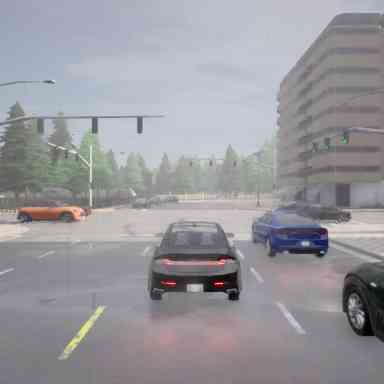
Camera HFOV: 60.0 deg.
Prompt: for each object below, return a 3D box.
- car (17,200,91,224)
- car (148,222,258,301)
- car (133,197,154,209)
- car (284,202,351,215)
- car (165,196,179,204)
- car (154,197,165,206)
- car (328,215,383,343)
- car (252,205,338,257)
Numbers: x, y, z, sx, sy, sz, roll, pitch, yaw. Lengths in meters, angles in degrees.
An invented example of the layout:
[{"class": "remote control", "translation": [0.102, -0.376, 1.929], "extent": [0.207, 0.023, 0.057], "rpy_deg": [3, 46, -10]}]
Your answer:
[{"class": "car", "translation": [-10.317, 1.373, 24.701], "extent": [4.553, 1.767, 2.097], "rpy_deg": [0, 0, 0]}, {"class": "car", "translation": [0.068, 1.492, 8.335], "extent": [2.128, 1.511, 4.902], "rpy_deg": [0, 0, 0]}, {"class": "car", "translation": [-6.979, 1.525, 46.413], "extent": [1.812, 1.442, 4.674], "rpy_deg": [0, 0, 2]}, {"class": "car", "translation": [9.308, 1.627, 24.806], "extent": [4.718, 1.301, 1.895], "rpy_deg": [1, 0, 0]}, {"class": "car", "translation": [-4.216, 1.505, 66.285], "extent": [1.837, 1.490, 4.892], "rpy_deg": [0, 0, 20]}, {"class": "car", "translation": [-6.361, 1.525, 56.316], "extent": [1.812, 1.442, 4.674], "rpy_deg": [0, 0, 8]}, {"class": "car", "translation": [3.600, 1.352, 3.829], "extent": [2.097, 1.767, 4.553], "rpy_deg": [0, 0, 0]}, {"class": "car", "translation": [3.586, 1.478, 12.980], "extent": [1.882, 1.535, 5.008], "rpy_deg": [0, 0, 0]}]
